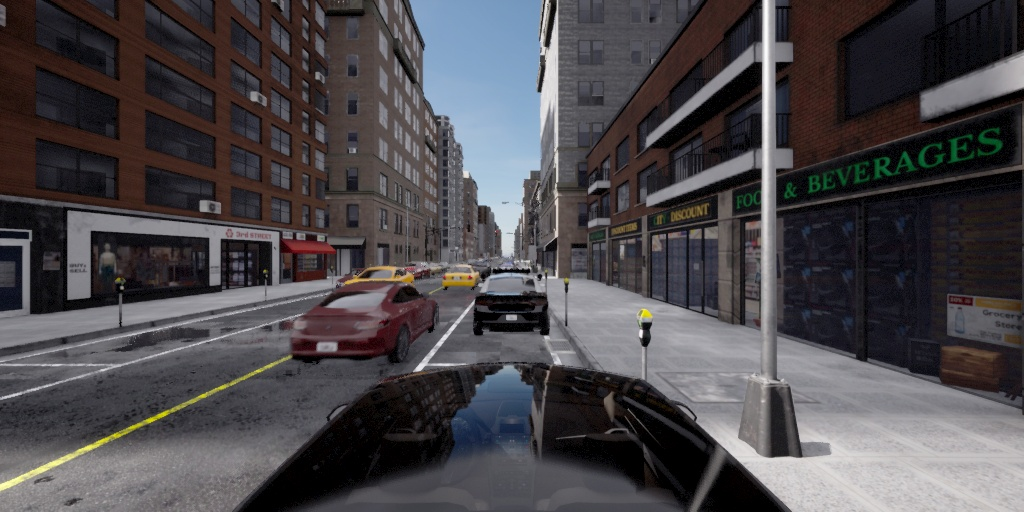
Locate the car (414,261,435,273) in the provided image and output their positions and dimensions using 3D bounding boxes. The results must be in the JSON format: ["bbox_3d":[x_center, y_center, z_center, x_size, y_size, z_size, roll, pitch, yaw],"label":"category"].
[{"bbox_3d":[-8.408,1.190,31.425,1.967,1.591,4.097,0,0,0],"label":"car"}]

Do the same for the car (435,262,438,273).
[{"bbox_3d":[-8.408,1.275,36.773,1.751,1.417,4.829,0,0,0],"label":"car"}]

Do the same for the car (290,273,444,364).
[{"bbox_3d":[-2.926,1.275,7.982,1.812,1.442,4.674,0,0,0],"label":"car"}]

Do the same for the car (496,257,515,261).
[{"bbox_3d":[-0.383,1.190,36.951,1.967,1.591,4.097,0,0,0],"label":"car"}]

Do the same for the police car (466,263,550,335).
[{"bbox_3d":[-0.012,1.175,10.610,1.930,1.638,5.238,0,0,0],"label":"police car"}]

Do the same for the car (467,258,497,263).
[{"bbox_3d":[-2.925,1.241,35.470,2.128,1.511,4.902,0,0,0],"label":"car"}]

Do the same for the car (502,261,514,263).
[{"bbox_3d":[-0.383,1.300,25.913,2.007,1.370,4.403,0,0,0],"label":"car"}]

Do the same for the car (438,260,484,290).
[{"bbox_3d":[-3.022,1.206,22.254,1.801,1.575,5.366,0,0,0],"label":"car"}]

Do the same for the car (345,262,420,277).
[{"bbox_3d":[-5.869,1.228,16.236,1.882,1.535,5.008,0,0,0],"label":"car"}]
